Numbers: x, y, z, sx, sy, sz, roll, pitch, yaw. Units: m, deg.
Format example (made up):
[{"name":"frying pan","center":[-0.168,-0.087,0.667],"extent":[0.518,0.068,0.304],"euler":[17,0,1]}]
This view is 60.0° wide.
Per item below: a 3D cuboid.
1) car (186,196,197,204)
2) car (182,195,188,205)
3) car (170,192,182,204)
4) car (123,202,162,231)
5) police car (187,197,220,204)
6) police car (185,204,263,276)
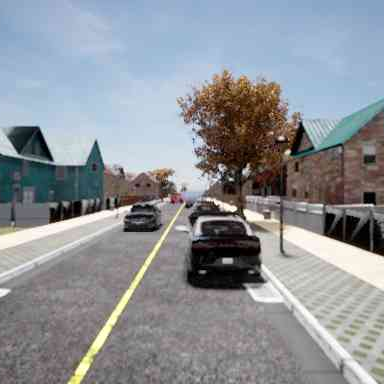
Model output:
[{"name":"car","center":[-0.014,1.431,63.080],"extent":[1.994,1.385,4.181],"euler":[0,0,0]},{"name":"car","center":[0.013,1.403,45.773],"extent":[2.033,1.411,5.357],"euler":[0,0,0]},{"name":"car","center":[-2.798,1.087,61.965],"extent":[2.150,2.045,5.566],"euler":[0,0,1]},{"name":"car","center":[-2.854,1.411,19.957],"extent":[1.837,1.490,4.892],"euler":[0,0,0]},{"name":"police car","center":[0.820,1.330,20.273],"extent":[1.930,1.638,5.238],"euler":[0,0,0]},{"name":"police car","center":[0.823,1.375,10.273],"extent":[1.930,1.638,5.238],"euler":[0,0,0]}]
